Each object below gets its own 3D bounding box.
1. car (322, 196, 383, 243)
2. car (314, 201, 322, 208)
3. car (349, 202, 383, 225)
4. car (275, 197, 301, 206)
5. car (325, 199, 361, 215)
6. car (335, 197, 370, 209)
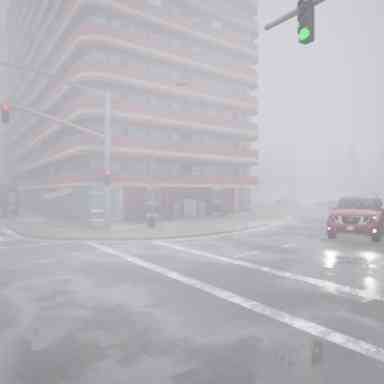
[{"bbox_3d":[8.422,1.216,16.732,2.150,2.045,5.566,0,0,34],"label":"car"},{"bbox_3d":[19.424,1.605,46.859,2.033,1.411,5.357,0,0,-12],"label":"car"},{"bbox_3d":[13.487,1.560,25.726,2.033,1.411,5.357,0,0,21],"label":"car"},{"bbox_3d":[16.355,1.559,57.081,1.882,1.535,5.008,0,0,-26],"label":"car"},{"bbox_3d":[16.124,1.526,35.831,2.128,1.511,4.902,0,0,7],"label":"car"},{"bbox_3d":[22.837,1.536,47.603,1.882,1.535,5.008,0,0,-12],"label":"car"}]
